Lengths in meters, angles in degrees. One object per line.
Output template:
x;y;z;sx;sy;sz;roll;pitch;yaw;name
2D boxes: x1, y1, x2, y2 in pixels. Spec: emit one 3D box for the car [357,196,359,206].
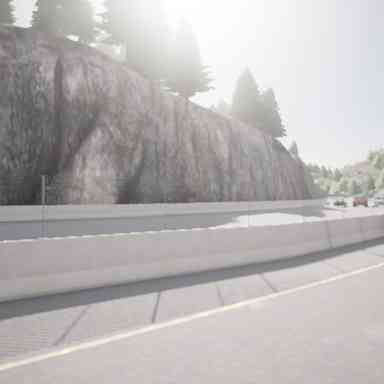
31.474;1.808;62.077;2.150;2.045;5.566;0;0;34;car
